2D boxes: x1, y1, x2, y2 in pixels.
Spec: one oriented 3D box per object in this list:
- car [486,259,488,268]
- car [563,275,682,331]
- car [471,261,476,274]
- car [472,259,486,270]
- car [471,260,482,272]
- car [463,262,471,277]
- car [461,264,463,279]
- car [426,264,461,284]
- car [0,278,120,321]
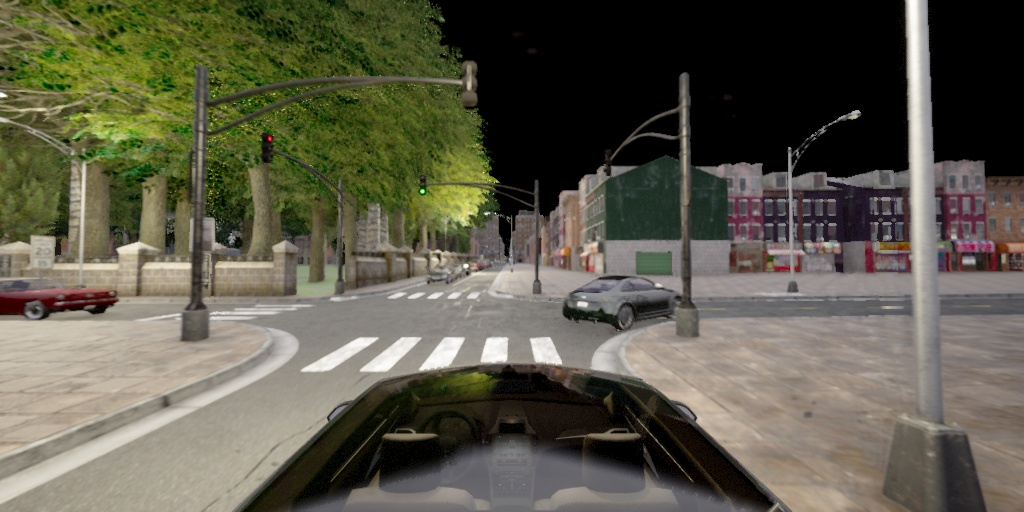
[{"bbox_3d":[-5.817,1.570,62.661,1.967,1.591,4.097,0,0,0],"label":"car"},{"bbox_3d":[3.527,1.287,11.016,4.181,1.385,1.994,0,-2,-38],"label":"car"},{"bbox_3d":[-5.628,1.534,40.863,1.948,1.339,4.313,0,0,0],"label":"car"},{"bbox_3d":[-5.769,1.401,57.212,2.192,1.841,5.009,0,0,0],"label":"car"},{"bbox_3d":[-5.722,1.626,51.762,1.802,1.307,4.207,0,0,0],"label":"car"},{"bbox_3d":[-5.581,1.484,35.413,2.007,1.370,4.403,0,0,0],"label":"car"},{"bbox_3d":[-5.588,1.429,30.252,1.751,1.417,4.829,0,0,0],"label":"car"},{"bbox_3d":[-5.546,1.442,28.278,2.007,1.370,4.403,0,0,0],"label":"car"},{"bbox_3d":[-16.142,1.379,11.849,4.718,1.301,1.895,0,-2,0],"label":"car"}]
